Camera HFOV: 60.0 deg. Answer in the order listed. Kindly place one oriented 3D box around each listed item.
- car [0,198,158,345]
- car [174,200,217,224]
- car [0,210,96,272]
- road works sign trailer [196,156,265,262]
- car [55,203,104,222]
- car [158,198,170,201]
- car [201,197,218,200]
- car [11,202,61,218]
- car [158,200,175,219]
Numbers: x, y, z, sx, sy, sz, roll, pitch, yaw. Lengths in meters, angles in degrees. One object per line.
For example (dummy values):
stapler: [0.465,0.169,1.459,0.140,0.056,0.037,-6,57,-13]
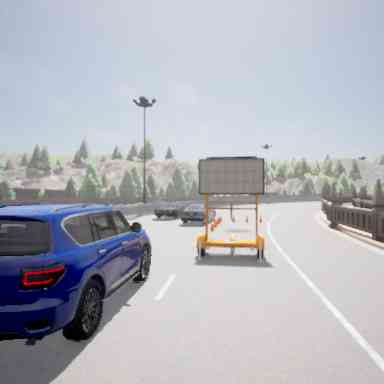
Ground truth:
car: [-2.421,1.245,6.769,2.150,2.045,5.566,0,0,6]
car: [0.615,1.602,25.223,2.033,1.411,5.357,0,0,15]
car: [-5.331,1.546,12.005,1.837,1.490,4.892,0,0,7]
road works sign trailer: [1.471,0.496,12.337,2.380,3.560,2.880,0,0,10]
car: [-9.499,1.657,28.386,1.994,1.385,4.181,0,0,15]
car: [-4.741,1.661,50.307,1.837,1.490,4.892,-1,0,28]
car: [3.517,1.731,69.417,2.128,1.511,4.902,-1,0,38]
car: [-15.445,1.729,33.220,1.895,1.301,4.718,0,0,17]
car: [-1.654,1.674,29.937,1.895,1.301,4.718,0,0,17]
